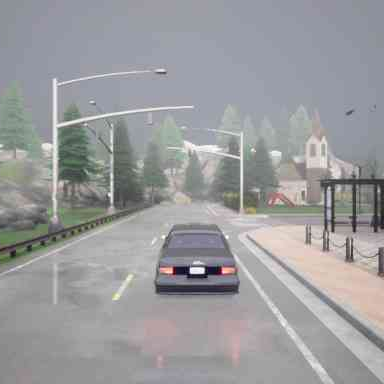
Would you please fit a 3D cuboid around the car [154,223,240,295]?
[{"bbox_3d":[0.096,1.547,8.855,2.033,1.411,5.357,0,0,0],"label":"car"}]
